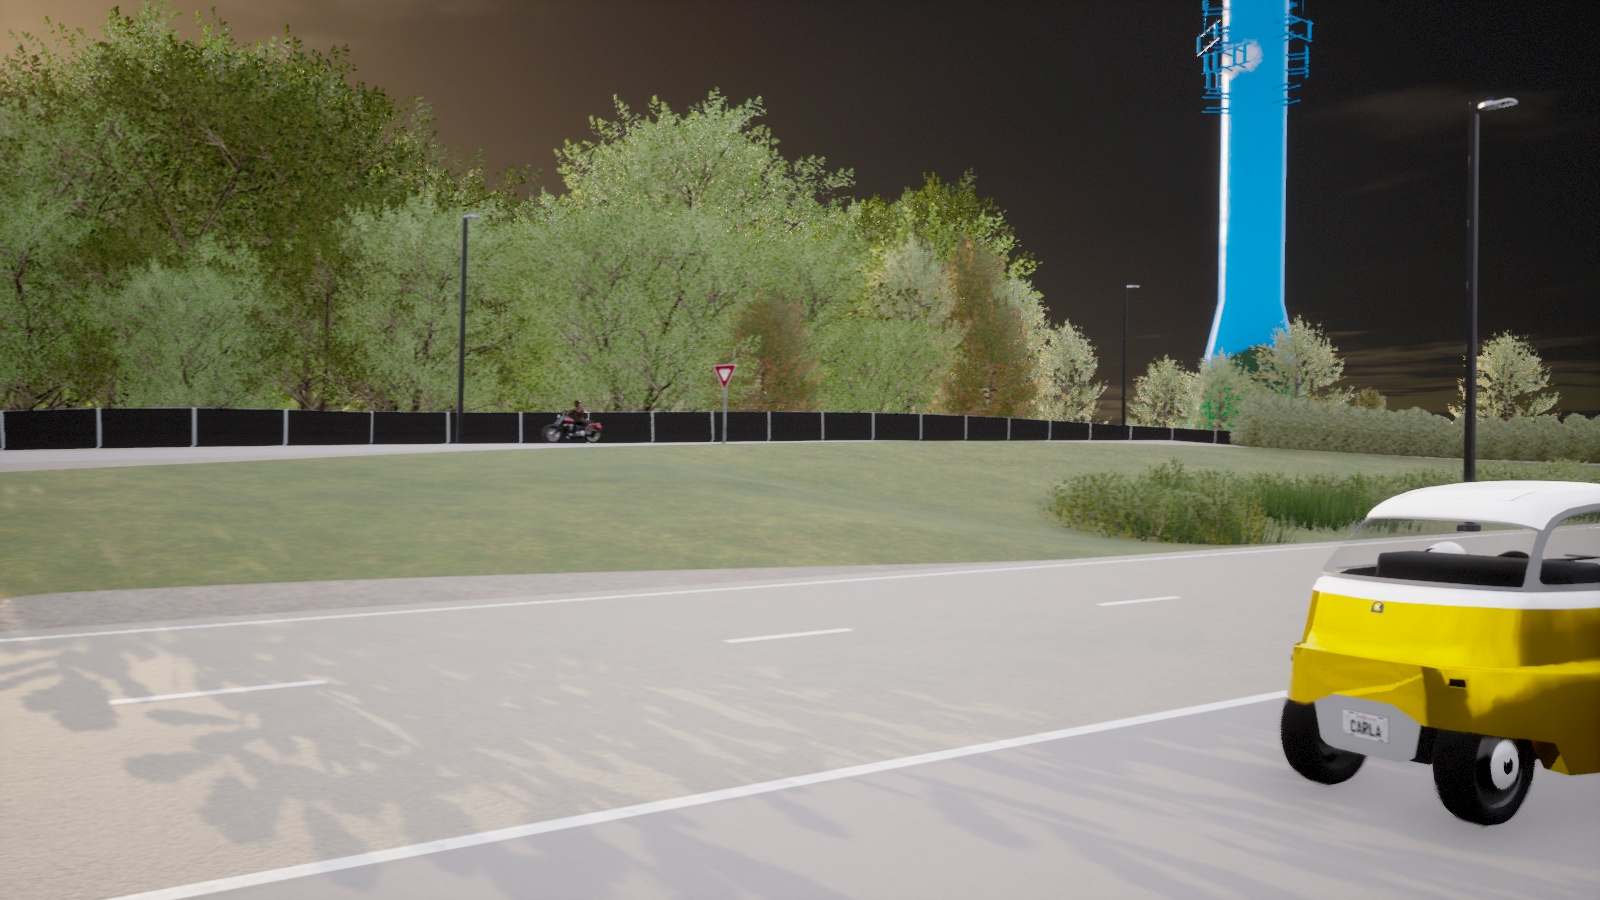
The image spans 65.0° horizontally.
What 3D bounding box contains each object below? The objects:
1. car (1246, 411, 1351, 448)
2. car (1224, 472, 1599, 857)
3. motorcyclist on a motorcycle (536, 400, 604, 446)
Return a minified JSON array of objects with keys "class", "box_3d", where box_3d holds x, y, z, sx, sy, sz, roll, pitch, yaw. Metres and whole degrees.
[{"class":"car","box_3d":[25.720,-1.030,64.763,5.027,1.651,2.152,3,-2,-26]},{"class":"car","box_3d":[3.325,0.809,5.819,2.207,1.376,1.481,0,0,-30]},{"class":"motorcyclist on a motorcycle","box_3d":[-8.454,-1.000,46.282,2.350,1.649,0.766,-1,0,-36]}]
